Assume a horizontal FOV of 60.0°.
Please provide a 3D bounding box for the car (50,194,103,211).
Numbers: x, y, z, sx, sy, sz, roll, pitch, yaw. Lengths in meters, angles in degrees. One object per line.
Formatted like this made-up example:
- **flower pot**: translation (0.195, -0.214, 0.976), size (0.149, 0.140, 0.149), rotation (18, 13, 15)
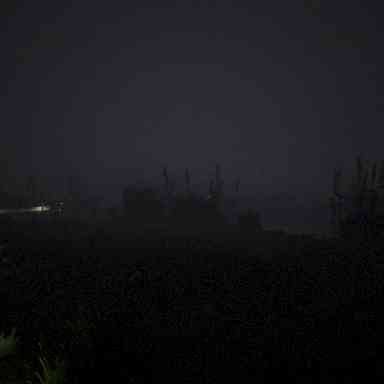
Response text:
- **car**: translation (-10.544, 1.005, 30.384), size (2.097, 1.767, 4.553), rotation (0, 3, 40)
